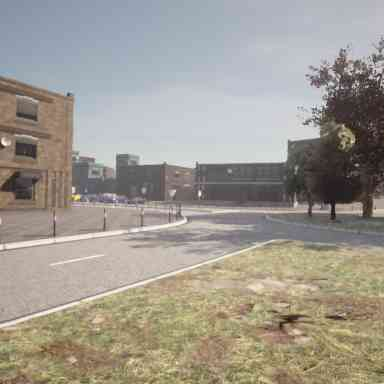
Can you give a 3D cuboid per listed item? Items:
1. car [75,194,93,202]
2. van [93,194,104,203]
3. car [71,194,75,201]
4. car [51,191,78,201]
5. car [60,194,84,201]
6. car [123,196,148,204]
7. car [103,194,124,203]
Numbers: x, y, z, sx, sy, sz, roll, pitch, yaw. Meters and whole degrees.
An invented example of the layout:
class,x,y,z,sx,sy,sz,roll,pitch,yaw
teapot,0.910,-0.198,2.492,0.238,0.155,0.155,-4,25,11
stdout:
class,x,y,z,sx,sy,sz,roll,pitch,yaw
car,-22.544,1.316,73.203,2.185,1.767,4.553,2,0,31
van,-17.957,1.335,70.280,1.878,1.987,4.442,1,-1,31
car,-25.056,1.372,74.665,2.097,1.535,5.008,2,0,31
car,-29.687,0.994,77.491,2.435,2.045,5.566,2,0,31
car,-27.326,1.311,76.040,2.231,1.521,4.892,2,0,31
car,-10.767,1.746,66.061,2.163,1.488,4.792,1,-1,31
car,-15.391,1.495,68.910,2.185,1.767,4.553,1,-1,31
